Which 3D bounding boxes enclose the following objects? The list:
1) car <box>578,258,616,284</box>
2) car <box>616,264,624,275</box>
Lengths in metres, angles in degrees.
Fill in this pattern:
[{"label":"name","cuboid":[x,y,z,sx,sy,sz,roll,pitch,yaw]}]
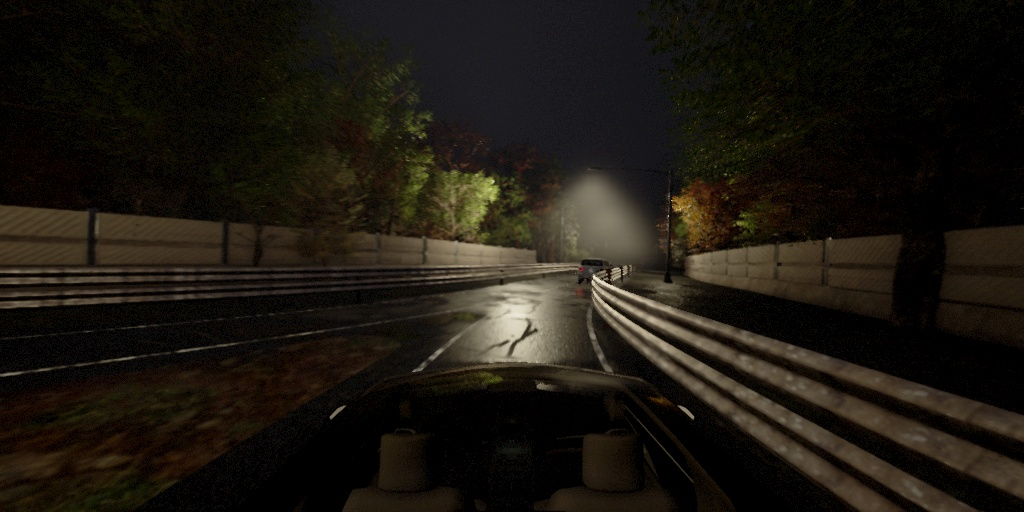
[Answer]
[{"label":"car","cuboid":[6.742,1.182,28.790,2.150,2.045,5.566,2,0,21]},{"label":"car","cuboid":[12.840,1.702,44.566,2.033,1.411,5.357,2,0,21]}]
